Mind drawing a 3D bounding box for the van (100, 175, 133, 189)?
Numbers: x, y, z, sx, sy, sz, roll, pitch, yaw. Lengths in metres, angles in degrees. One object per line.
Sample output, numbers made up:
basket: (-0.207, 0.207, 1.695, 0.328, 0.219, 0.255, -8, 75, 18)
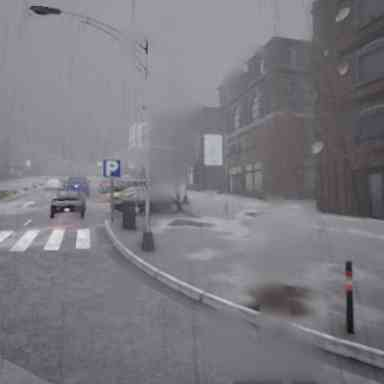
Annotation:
van: (-11.517, -1.565, 50.947, 4.442, 1.987, 1.878, -1, 4, -36)

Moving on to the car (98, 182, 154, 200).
car: (-4.801, 0.218, 27.476, 5.366, 1.575, 1.946, 0, 4, -36)

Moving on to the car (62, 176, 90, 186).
car: (-11.893, -0.618, 34.693, 2.150, 2.045, 5.566, 0, 4, -16)

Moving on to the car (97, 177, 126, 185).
car: (-15.075, -2.089, 62.564, 4.792, 1.488, 2.163, -1, 4, -37)

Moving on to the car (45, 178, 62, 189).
car: (-17.647, -0.910, 42.584, 1.812, 1.442, 4.674, 0, 4, -17)

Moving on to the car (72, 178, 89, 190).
car: (-15.428, -1.121, 46.212, 2.128, 1.511, 4.902, 0, 4, -16)

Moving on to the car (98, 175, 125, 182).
car: (-6.404, -0.420, 33.377, 5.566, 2.045, 2.435, -1, 4, -36)

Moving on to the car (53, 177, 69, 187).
car: (-20.782, -1.552, 52.733, 1.994, 1.385, 4.181, 0, 4, -17)

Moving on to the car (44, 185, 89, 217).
car: (-7.531, 0.607, 20.386, 2.128, 1.511, 4.902, 0, 3, -18)

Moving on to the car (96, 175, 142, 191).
car: (-9.846, -1.200, 45.068, 5.566, 2.045, 2.435, -1, 4, -36)

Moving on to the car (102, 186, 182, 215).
car: (-2.922, 0.610, 21.764, 4.892, 1.521, 2.231, -1, 4, -36)

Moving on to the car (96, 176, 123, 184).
car: (-16.865, -2.504, 68.366, 4.892, 1.521, 2.231, -1, 4, -37)

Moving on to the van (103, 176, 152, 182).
van: (-5.423, -0.202, 30.560, 4.442, 1.987, 1.878, -1, 4, -36)

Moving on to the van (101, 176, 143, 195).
van: (-8.217, -0.784, 39.151, 4.442, 1.987, 1.878, -1, 4, -36)

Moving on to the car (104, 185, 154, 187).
car: (-3.782, 0.454, 24.679, 4.674, 1.452, 2.002, -1, 4, -36)
